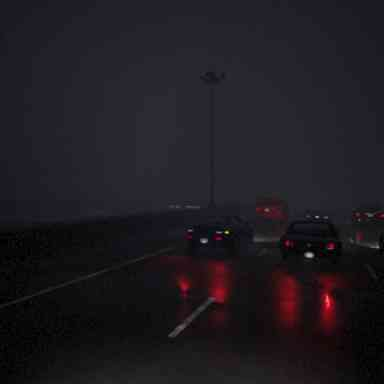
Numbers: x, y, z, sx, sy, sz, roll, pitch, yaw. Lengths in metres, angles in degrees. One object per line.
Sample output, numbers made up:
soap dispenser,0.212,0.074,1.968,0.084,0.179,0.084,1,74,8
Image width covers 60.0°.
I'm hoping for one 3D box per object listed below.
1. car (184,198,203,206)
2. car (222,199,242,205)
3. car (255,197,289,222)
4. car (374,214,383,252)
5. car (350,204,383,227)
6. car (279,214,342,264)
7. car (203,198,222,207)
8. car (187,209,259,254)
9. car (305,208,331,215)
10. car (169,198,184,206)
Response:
car,0.934,1.768,60.801,1.882,1.535,5.008,1,0,22
car,7.472,1.901,58.328,2.128,1.511,4.902,1,0,22
car,6.594,1.453,27.282,2.150,2.045,5.566,1,0,22
car,8.061,1.745,11.917,1.994,1.385,4.181,1,0,22
car,13.450,1.710,25.561,2.097,1.767,4.553,1,0,22
car,4.507,1.712,12.472,1.895,1.301,4.718,1,0,22
car,4.208,1.854,59.583,1.837,1.490,4.892,1,0,22
car,1.289,1.581,13.842,1.812,1.442,4.674,1,-1,22
car,10.024,1.895,26.440,1.895,1.301,4.718,1,0,22
car,-2.319,1.779,62.049,2.033,1.411,5.357,1,0,22
